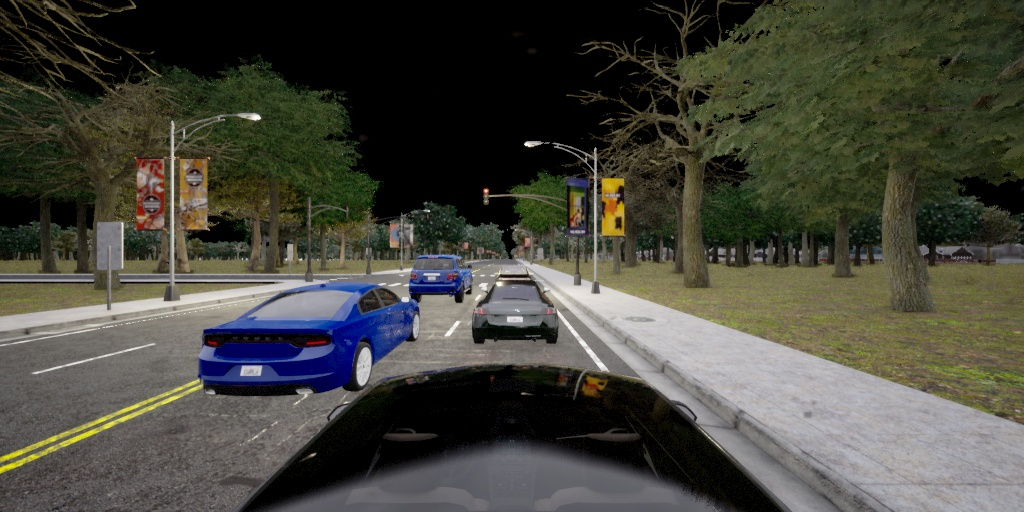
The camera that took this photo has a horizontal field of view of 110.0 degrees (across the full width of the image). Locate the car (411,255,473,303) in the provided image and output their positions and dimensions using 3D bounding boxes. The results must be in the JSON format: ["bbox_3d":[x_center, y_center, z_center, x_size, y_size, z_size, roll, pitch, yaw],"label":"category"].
[{"bbox_3d":[-3.152,0.973,16.768,2.150,2.045,5.566,0,0,0],"label":"car"}]

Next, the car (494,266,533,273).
[{"bbox_3d":[0.098,1.243,18.510,2.128,1.511,4.902,0,0,0],"label":"car"}]

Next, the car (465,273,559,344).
[{"bbox_3d":[0.093,1.314,9.608,1.994,1.385,4.181,0,0,1],"label":"car"}]

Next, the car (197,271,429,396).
[{"bbox_3d":[-3.150,1.228,6.782,1.882,1.535,5.008,0,0,0],"label":"car"}]
